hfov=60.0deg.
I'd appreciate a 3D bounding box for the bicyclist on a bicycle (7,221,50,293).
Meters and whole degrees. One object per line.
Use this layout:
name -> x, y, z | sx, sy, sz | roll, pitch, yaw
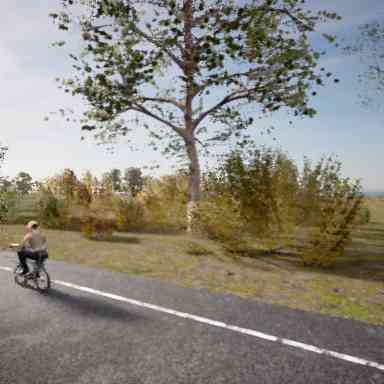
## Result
bicyclist on a bicycle -> -3.751, 1.473, 7.758 | 1.509, 1.612, 0.866 | 0, 0, 35
